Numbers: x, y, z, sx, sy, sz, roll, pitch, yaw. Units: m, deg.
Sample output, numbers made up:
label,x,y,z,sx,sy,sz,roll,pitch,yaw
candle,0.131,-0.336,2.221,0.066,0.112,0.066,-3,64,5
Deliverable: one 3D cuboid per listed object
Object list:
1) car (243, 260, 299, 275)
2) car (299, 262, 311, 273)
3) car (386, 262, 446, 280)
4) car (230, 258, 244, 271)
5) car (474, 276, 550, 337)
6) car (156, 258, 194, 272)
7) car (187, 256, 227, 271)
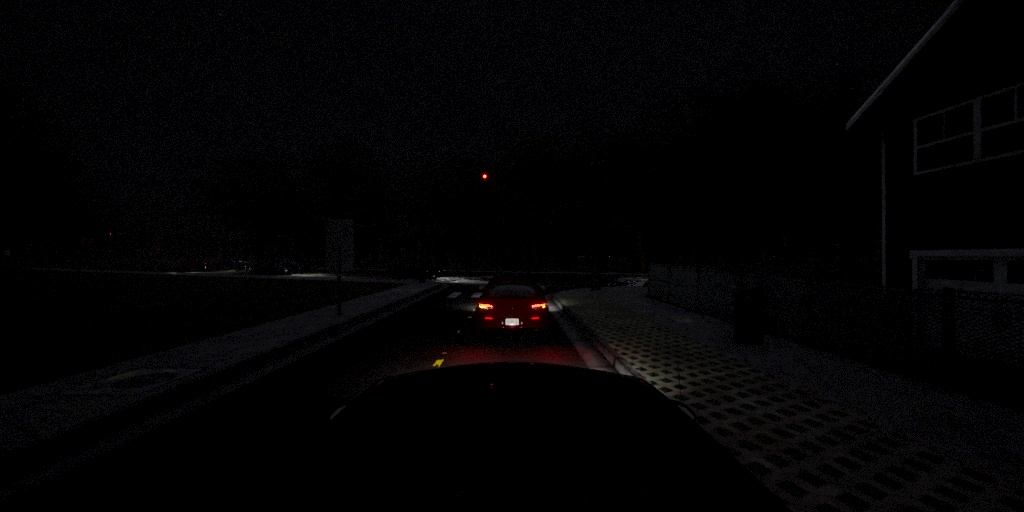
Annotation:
label,x,y,z,sx,sy,sz,roll,pitch,yaw
car,-25.445,1.252,37.826,4.902,1.511,2.128,0,0,23
car,-25.522,1.251,41.401,5.008,1.535,1.882,0,0,23
car,-8.280,1.340,30.193,4.718,1.301,1.895,0,0,28
car,-36.423,1.357,49.801,4.181,1.385,1.994,0,0,24
car,0.006,1.276,10.166,1.812,1.442,4.674,0,0,0
car,-43.221,1.317,45.598,4.674,1.442,1.812,0,0,23
car,-41.906,1.057,48.571,5.566,2.045,2.150,0,0,23
